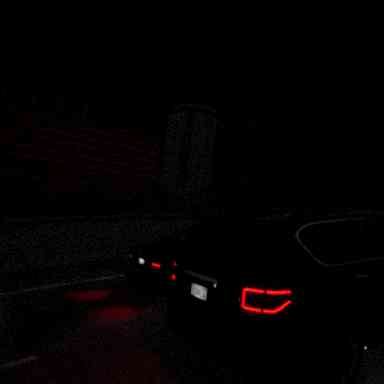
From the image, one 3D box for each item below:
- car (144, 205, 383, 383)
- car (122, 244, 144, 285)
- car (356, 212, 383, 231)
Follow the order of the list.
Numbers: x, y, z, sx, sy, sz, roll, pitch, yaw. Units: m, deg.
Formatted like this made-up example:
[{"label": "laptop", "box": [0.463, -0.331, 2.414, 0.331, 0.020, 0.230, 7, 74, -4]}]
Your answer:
[{"label": "car", "box": [2.261, 1.236, 5.362, 5.566, 2.045, 2.150, 0, 0, -36]}, {"label": "car", "box": [0.937, 1.564, 8.717, 5.357, 1.411, 2.033, 0, 0, -36]}, {"label": "car", "box": [16.643, 2.635, 28.776, 5.357, 1.411, 2.033, 7, -4, -35]}]
